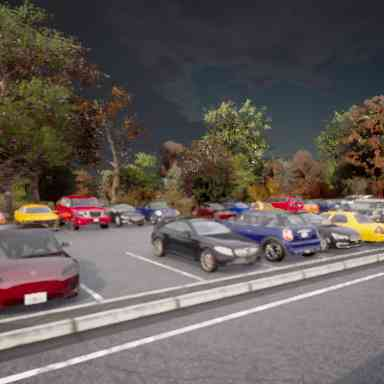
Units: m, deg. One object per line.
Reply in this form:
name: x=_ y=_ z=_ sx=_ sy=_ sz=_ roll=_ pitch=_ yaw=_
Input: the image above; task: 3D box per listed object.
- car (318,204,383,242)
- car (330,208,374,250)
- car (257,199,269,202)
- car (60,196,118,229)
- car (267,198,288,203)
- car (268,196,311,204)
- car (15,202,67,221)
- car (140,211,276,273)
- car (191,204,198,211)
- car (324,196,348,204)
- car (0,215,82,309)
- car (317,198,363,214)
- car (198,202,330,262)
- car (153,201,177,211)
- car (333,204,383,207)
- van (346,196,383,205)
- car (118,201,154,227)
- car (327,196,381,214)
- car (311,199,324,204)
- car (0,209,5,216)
car: x=6.982 y=1.607 z=16.300 sx=1.946 sy=1.575 sz=5.366 roll=0 pitch=0 yaw=-35
car: x=4.813 y=1.596 z=14.547 sx=2.231 sy=1.521 sz=4.892 roll=0 pitch=0 yaw=-35
car: x=4.072 y=1.641 z=30.041 sx=2.097 sy=1.535 sz=5.008 roll=0 pitch=0 yaw=-35
car: x=-7.277 y=1.309 z=21.976 sx=2.435 sy=2.045 sz=5.566 roll=0 pitch=0 yaw=-35
car: x=6.140 y=1.653 z=31.724 sx=1.946 sy=1.575 sz=5.366 roll=0 pitch=0 yaw=-35
car: x=8.505 y=1.420 z=33.204 sx=2.435 sy=2.045 sz=5.566 roll=0 pitch=0 yaw=-35
car: x=-9.572 y=1.543 z=20.392 sx=2.097 sy=1.535 sz=5.008 roll=0 pitch=0 yaw=-35
car: x=0.269 y=1.601 z=11.329 sx=2.002 sy=1.452 sz=4.674 roll=0 pitch=0 yaw=-35
car: x=1.817 y=1.656 z=28.404 sx=2.163 sy=1.488 sz=4.792 roll=0 pitch=0 yaw=-35
car: x=15.324 y=1.591 z=38.029 sx=2.185 sy=1.767 sz=4.553 roll=0 pitch=0 yaw=-35
car: x=-4.257 y=1.555 z=8.090 sx=2.163 sy=1.488 sz=4.792 roll=0 pitch=0 yaw=-35
car: x=17.598 y=1.606 z=39.637 sx=2.185 sy=1.767 sz=4.553 roll=0 pitch=0 yaw=-35
car: x=2.562 y=1.453 z=12.909 sx=2.185 sy=1.767 sz=4.553 roll=0 pitch=0 yaw=-35
car: x=-2.764 y=1.469 z=25.239 sx=2.185 sy=1.767 sz=4.553 roll=0 pitch=0 yaw=-35
car: x=9.365 y=1.627 z=17.750 sx=2.231 sy=1.521 sz=4.892 roll=0 pitch=0 yaw=-35
van: x=11.702 y=1.416 z=19.267 sx=1.878 sy=1.987 sz=4.442 roll=0 pitch=0 yaw=-35
car: x=-5.025 y=1.579 z=23.610 sx=2.231 sy=1.521 sz=4.892 roll=0 pitch=0 yaw=-35
car: x=19.976 y=1.496 z=41.316 sx=2.435 sy=2.045 sz=5.566 roll=0 pitch=0 yaw=-35
car: x=10.915 y=1.561 z=34.835 sx=2.185 sy=1.767 sz=4.553 roll=0 pitch=0 yaw=-35
car: x=-11.824 y=1.400 z=18.755 sx=2.185 sy=1.767 sz=4.553 roll=0 pitch=0 yaw=-35
